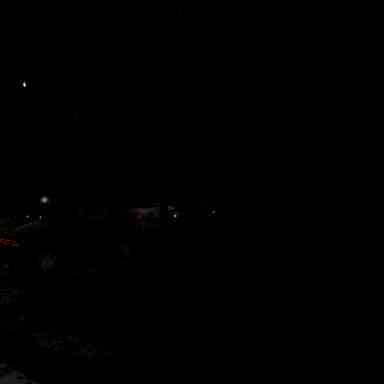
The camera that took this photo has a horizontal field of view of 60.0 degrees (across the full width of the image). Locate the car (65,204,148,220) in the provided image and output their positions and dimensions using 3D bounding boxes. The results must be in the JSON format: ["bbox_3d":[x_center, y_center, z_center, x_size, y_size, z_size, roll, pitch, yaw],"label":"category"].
[{"bbox_3d":[-5.281,1.631,21.115,1.812,1.442,4.674,1,0,35],"label":"car"}]

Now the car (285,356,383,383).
[{"bbox_3d":[2.446,1.545,1.216,4.507,1.381,1.887,0,1,35],"label":"car"}]

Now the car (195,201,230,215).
[{"bbox_3d":[2.403,1.775,37.569,1.994,1.385,4.181,1,0,36],"label":"car"}]

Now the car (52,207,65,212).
[{"bbox_3d":[-8.494,1.650,22.207,1.895,1.301,4.718,1,0,35],"label":"car"}]

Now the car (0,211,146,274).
[{"bbox_3d":[-4.077,1.596,11.242,1.882,1.535,5.008,1,-1,35],"label":"car"}]

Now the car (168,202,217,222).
[{"bbox_3d":[0.074,1.676,28.680,2.128,1.511,4.902,1,0,35],"label":"car"}]

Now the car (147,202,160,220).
[{"bbox_3d":[-3.355,1.651,29.462,1.812,1.442,4.674,1,0,35],"label":"car"}]
